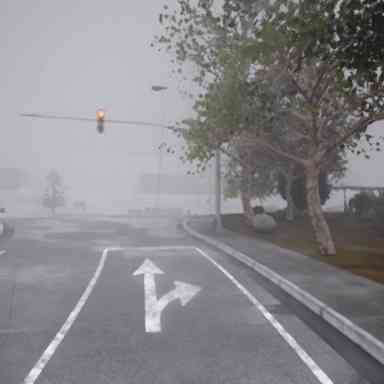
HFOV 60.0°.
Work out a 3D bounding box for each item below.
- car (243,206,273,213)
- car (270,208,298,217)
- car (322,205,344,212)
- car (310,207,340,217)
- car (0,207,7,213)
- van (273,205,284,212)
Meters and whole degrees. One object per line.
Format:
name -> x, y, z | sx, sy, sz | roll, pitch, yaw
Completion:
car -> 11.555, 3.715, 60.415 | 1.946, 1.575, 5.366 | 4, -8, -36
car -> 17.158, 3.838, 62.224 | 2.163, 1.488, 4.792 | 3, -7, -36
car -> 23.930, 3.491, 58.943 | 4.181, 1.385, 1.994 | 1, -5, -16
car -> 25.778, 3.917, 64.679 | 2.097, 1.535, 5.008 | 4, -8, -36
car -> -21.753, 1.611, 33.502 | 5.357, 1.411, 2.033 | 2, -5, -16
van -> 14.377, 3.535, 61.315 | 1.878, 1.987, 4.442 | 4, -8, -36
